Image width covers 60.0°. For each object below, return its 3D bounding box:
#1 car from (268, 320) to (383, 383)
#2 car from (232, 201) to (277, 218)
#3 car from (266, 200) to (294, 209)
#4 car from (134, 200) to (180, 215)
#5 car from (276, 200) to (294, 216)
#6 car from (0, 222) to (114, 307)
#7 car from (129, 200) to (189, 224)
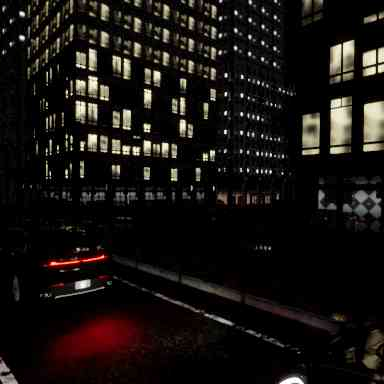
[{"bbox_3d":[2.426,1.352,1.325,2.097,1.767,4.553,0,0,-41],"label":"car"},{"bbox_3d":[6.168,1.832,33.911,4.829,1.417,1.752,1,0,-40],"label":"car"},{"bbox_3d":[13.526,1.881,51.125,4.313,1.339,1.947,1,0,-40],"label":"car"},{"bbox_3d":[-3.813,1.647,36.439,4.829,1.417,1.752,1,0,-40],"label":"car"},{"bbox_3d":[10.342,1.935,37.447,4.206,1.307,1.802,1,0,-40],"label":"car"},{"bbox_3d":[-3.659,1.501,8.115,1.837,1.490,4.892,0,0,-41],"label":"car"},{"bbox_3d":[-2.566,1.523,26.511,5.009,1.841,2.192,1,0,-40],"label":"car"}]
